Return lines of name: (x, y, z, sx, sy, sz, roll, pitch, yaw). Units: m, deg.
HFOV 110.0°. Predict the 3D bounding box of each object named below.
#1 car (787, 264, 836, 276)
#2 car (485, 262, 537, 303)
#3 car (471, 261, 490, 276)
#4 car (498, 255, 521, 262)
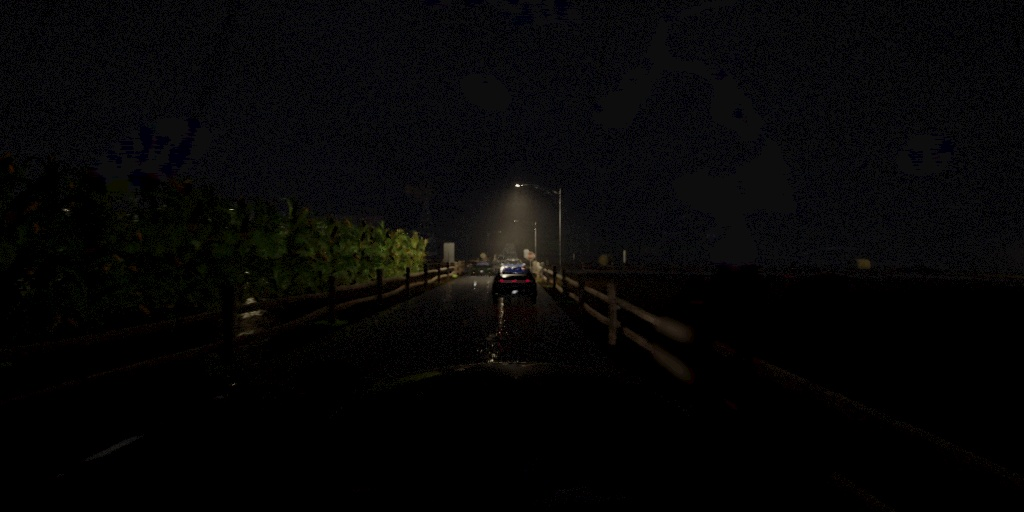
car: (39.200, 1.842, 47.358, 4.892, 1.490, 1.837, 1, 2, 0)
car: (0.103, 1.199, 16.289, 2.128, 1.511, 4.902, 0, 0, 0)
car: (-2.769, 1.219, 34.737, 1.994, 1.385, 4.181, 0, 0, 0)
car: (0.106, 1.018, 31.301, 2.097, 1.767, 4.553, 0, 0, 0)
